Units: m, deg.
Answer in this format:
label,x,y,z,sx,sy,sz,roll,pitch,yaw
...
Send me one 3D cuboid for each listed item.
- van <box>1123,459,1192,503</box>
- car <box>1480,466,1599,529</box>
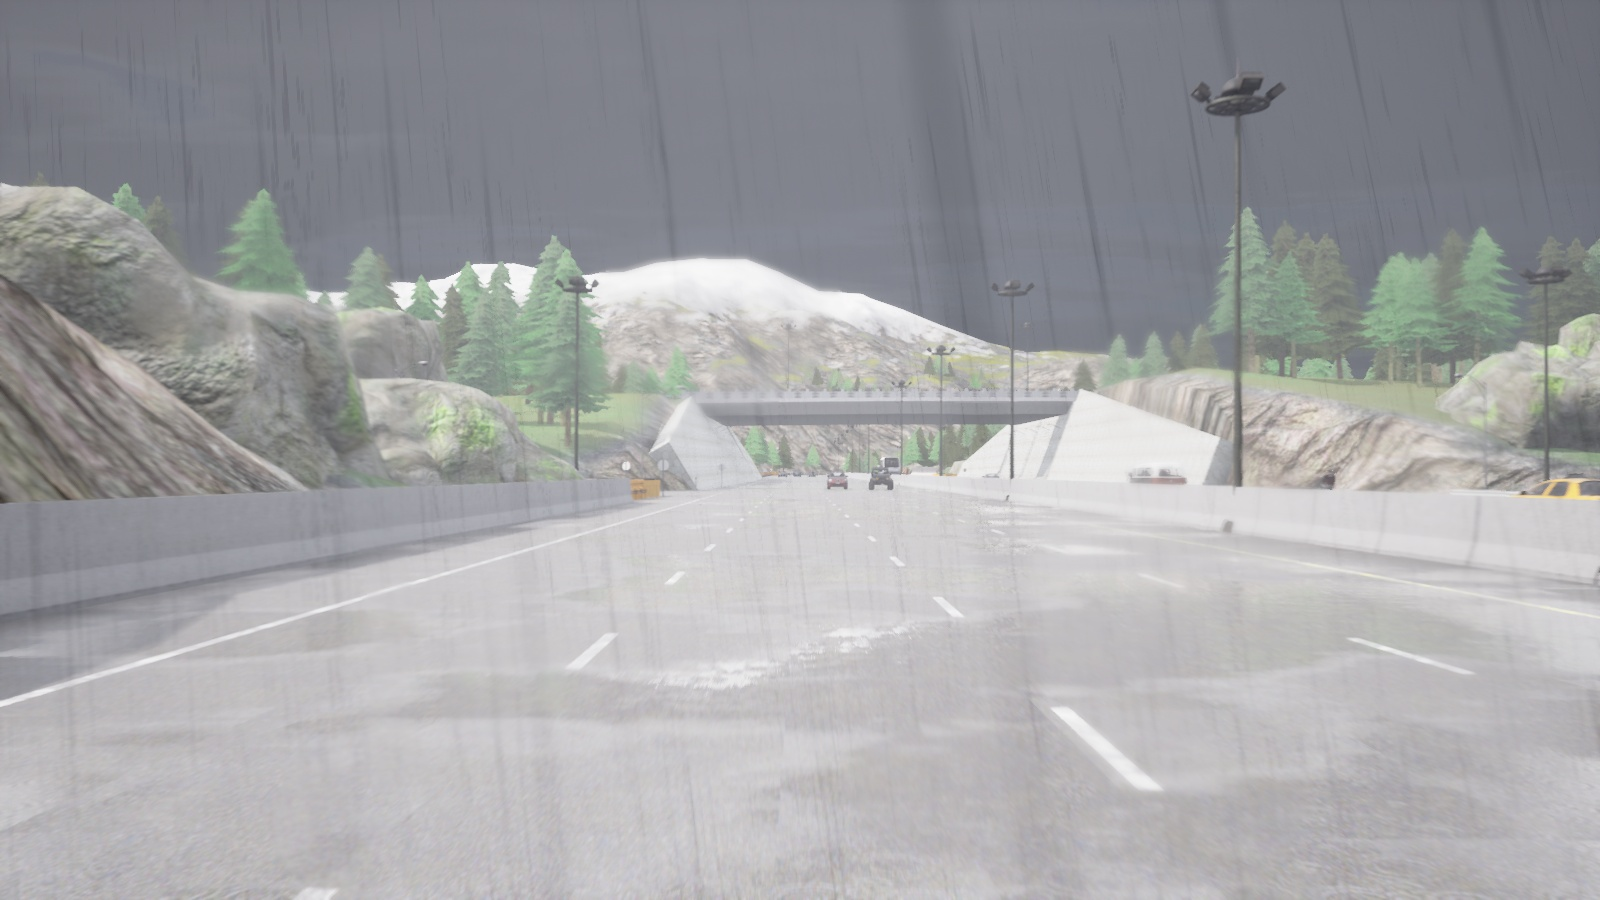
label,x,y,z,sx,sy,sz,roll,pitch,yaw
van,17.351,1.488,61.113,2.069,2.038,4.480,0,-1,0
car,20.916,1.241,34.259,1.801,1.575,5.366,0,-1,0
